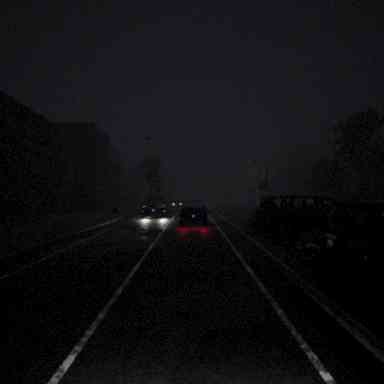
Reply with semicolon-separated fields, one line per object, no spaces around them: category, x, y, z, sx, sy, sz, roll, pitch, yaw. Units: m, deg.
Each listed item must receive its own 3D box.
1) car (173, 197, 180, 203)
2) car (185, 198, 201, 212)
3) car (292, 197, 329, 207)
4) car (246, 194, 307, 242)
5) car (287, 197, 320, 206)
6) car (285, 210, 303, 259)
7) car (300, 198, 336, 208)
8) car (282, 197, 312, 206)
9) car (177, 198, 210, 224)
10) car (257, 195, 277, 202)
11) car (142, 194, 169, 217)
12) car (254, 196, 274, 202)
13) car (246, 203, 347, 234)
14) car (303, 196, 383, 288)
car;-3.243;1.753;73.325;1.812;1.442;4.674;0;0;0
car;0.104;1.578;41.745;1.837;1.490;4.892;0;0;0
car;18.714;1.584;52.712;5.008;1.535;2.097;0;0;0
car;5.626;1.171;15.523;5.566;2.045;2.435;0;0;0
car;18.705;1.602;55.985;4.892;1.521;2.231;0;0;0
car;5.602;1.428;9.919;4.892;1.521;2.231;0;0;0
car;18.703;1.608;49.563;4.674;1.452;2.002;0;0;0
car;18.710;1.657;59.261;4.674;1.452;2.002;0;0;0
car;0.098;1.457;24.476;1.882;1.535;5.008;0;0;0
car;18.764;1.615;83.597;4.553;1.767;2.185;0;0;0
car;-3.345;1.238;31.443;2.150;2.045;5.566;0;0;0
car;18.694;1.798;86.767;4.674;1.452;2.002;0;0;0
car;5.594;1.426;18.324;4.892;1.521;2.231;0;0;0
car;5.624;1.185;7.113;5.566;2.045;2.435;0;0;0
